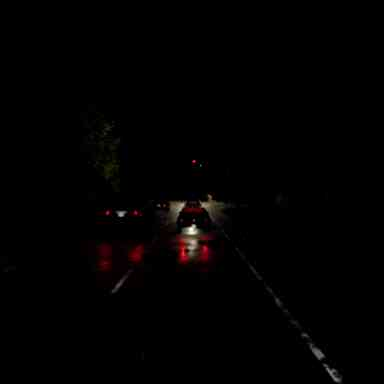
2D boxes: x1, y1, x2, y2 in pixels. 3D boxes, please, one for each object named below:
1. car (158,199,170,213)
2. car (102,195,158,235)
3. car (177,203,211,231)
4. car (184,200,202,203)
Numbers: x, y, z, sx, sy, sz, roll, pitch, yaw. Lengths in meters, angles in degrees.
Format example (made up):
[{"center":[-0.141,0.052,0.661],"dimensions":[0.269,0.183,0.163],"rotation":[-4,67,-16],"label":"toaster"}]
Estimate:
[{"center":[-3.392,1.459,36.353],"dimensions":[2.033,1.411,5.357],"rotation":[0,0,0],"label":"car"},{"center":[-3.398,1.178,18.616],"dimensions":[2.150,2.045,5.566],"rotation":[0,0,0],"label":"car"},{"center":[0.103,1.553,20.048],"dimensions":[1.895,1.301,4.718],"rotation":[0,0,0],"label":"car"},{"center":[0.109,1.485,32.502],"dimensions":[1.994,1.385,4.181],"rotation":[0,0,1],"label":"car"}]
